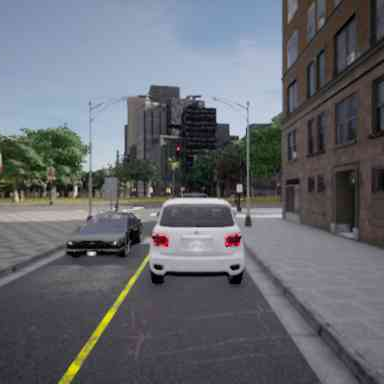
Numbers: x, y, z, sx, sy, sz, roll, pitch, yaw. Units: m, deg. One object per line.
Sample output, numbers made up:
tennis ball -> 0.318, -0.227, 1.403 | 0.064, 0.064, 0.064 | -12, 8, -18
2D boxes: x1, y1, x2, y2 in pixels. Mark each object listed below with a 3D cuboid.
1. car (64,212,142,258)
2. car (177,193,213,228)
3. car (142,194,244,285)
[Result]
car -> -3.050, 1.486, 12.788 | 2.033, 1.411, 5.357 | 0, 0, 0
car -> 0.180, 1.114, 22.665 | 2.150, 2.045, 5.566 | 0, 0, 0
car -> 0.130, 1.174, 9.543 | 2.150, 2.045, 5.566 | 0, 0, 1
